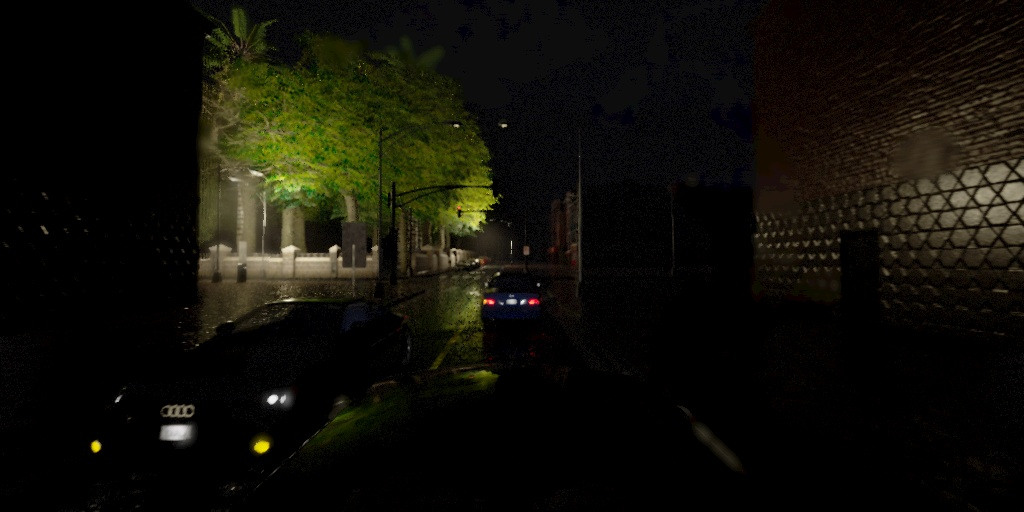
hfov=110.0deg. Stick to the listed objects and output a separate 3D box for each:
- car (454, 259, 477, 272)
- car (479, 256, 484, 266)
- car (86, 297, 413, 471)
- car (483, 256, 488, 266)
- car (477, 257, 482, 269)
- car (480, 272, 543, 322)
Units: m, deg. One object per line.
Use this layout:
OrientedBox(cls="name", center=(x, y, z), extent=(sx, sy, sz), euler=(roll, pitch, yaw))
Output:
OrientedBox(cls="car", center=(-5.572, 1.145, 41.353), extent=(2.007, 1.370, 4.403), euler=(0, 0, 0))
OrientedBox(cls="car", center=(-5.661, 1.123, 53.938), extent=(1.948, 1.339, 4.313), euler=(0, 0, 0))
OrientedBox(cls="car", center=(-2.832, 1.299, 5.025), extent=(1.994, 1.385, 4.181), euler=(0, 0, 0))
OrientedBox(cls="car", center=(-5.761, 1.117, 64.838), extent=(1.802, 1.307, 4.207), euler=(0, 0, -1))
OrientedBox(cls="car", center=(-5.611, 1.123, 48.489), extent=(2.007, 1.370, 4.403), euler=(0, 0, 0))
OrientedBox(cls="car", center=(0.007, 1.252, 12.037), extent=(2.033, 1.411, 5.357), euler=(0, 0, 0))
